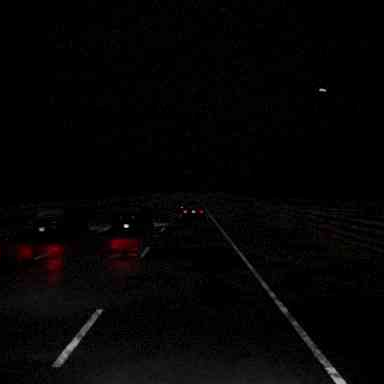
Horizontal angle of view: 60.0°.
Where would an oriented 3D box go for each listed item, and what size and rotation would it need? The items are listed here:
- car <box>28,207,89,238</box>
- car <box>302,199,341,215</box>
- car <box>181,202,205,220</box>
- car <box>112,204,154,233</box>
[{"bbox_3d":[-6.899,1.518,17.571,1.812,1.442,4.674,0,0,0],"label":"car"},{"bbox_3d":[11.489,1.419,30.445,2.097,1.767,4.553,0,0,-13],"label":"car"},{"bbox_3d":[0.101,1.536,27.638,2.033,1.411,5.357,0,0,0],"label":"car"},{"bbox_3d":[-3.405,1.496,19.605,1.837,1.490,4.892,0,0,0],"label":"car"}]
